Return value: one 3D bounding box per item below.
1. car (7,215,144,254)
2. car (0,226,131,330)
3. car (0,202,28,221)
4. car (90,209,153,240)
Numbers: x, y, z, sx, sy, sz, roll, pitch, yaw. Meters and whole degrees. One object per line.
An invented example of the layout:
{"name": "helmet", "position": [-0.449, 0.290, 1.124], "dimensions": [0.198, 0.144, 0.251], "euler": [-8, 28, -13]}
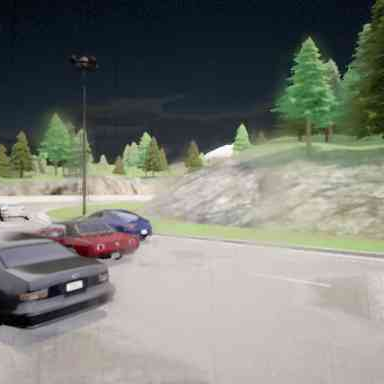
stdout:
{"name": "car", "position": [-4.055, 1.598, 11.224], "dimensions": [4.718, 1.301, 1.895], "euler": [0, 0, 37]}
{"name": "car", "position": [-3.920, 1.545, 6.782], "dimensions": [5.357, 1.411, 2.033], "euler": [0, 0, 36]}
{"name": "car", "position": [-14.552, 1.517, 27.110], "dimensions": [1.812, 1.442, 4.674], "euler": [0, 0, -32]}
{"name": "car", "position": [-3.870, 1.522, 15.468], "dimensions": [4.674, 1.442, 1.812], "euler": [0, 0, 37]}
